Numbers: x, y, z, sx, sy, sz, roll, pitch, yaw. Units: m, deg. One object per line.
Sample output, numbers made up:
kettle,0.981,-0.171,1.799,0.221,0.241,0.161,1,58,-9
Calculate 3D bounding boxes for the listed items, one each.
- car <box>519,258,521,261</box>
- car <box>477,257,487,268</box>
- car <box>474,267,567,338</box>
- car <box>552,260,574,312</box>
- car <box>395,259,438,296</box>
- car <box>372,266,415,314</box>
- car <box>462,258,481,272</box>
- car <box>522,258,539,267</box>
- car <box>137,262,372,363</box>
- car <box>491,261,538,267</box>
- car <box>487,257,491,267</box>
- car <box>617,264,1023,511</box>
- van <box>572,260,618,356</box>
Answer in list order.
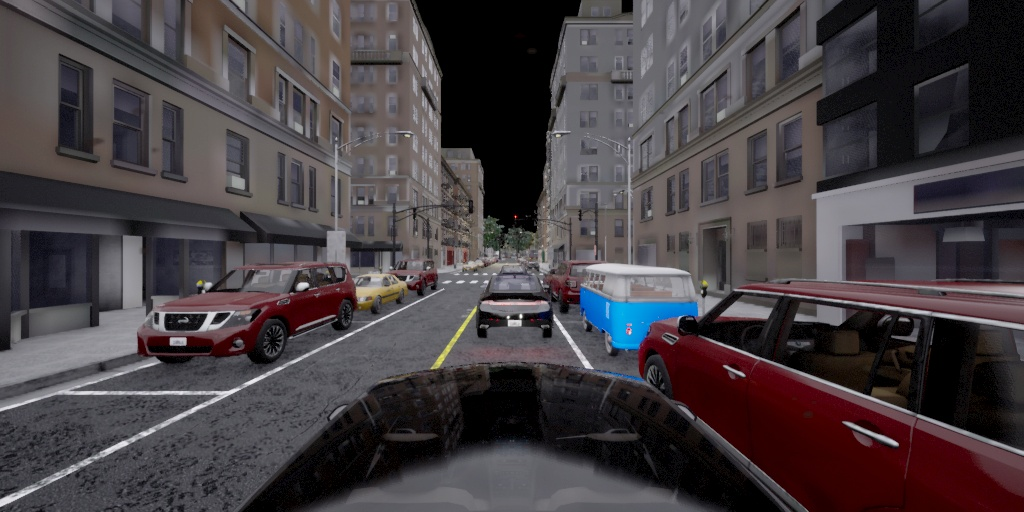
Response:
car,2.654,1.298,57.635,2.007,1.370,4.403,0,0,0
car,-5.395,1.273,57.467,1.751,1.417,4.829,0,0,0
car,0.075,1.241,10.178,2.128,1.511,4.902,0,0,0
car,2.641,1.064,13.984,2.192,1.841,5.009,0,0,0
car,-5.396,1.064,19.666,2.192,1.841,5.009,0,0,0
car,-5.397,1.275,13.817,1.751,1.417,4.829,0,0,0
car,-5.403,1.273,46.504,1.751,1.417,4.829,0,0,0
car,2.651,1.298,46.671,2.007,1.370,4.403,0,0,0
car,-5.397,1.065,8.310,2.192,1.841,5.009,0,0,0
car,0.074,1.241,20.229,2.128,1.511,4.902,0,0,-1
car,-5.392,1.062,63.119,2.192,1.841,5.009,0,0,0
car,2.638,1.065,2.626,2.192,1.841,5.009,0,0,0
van,2.639,1.091,8.305,1.690,1.789,3.998,0,0,0
